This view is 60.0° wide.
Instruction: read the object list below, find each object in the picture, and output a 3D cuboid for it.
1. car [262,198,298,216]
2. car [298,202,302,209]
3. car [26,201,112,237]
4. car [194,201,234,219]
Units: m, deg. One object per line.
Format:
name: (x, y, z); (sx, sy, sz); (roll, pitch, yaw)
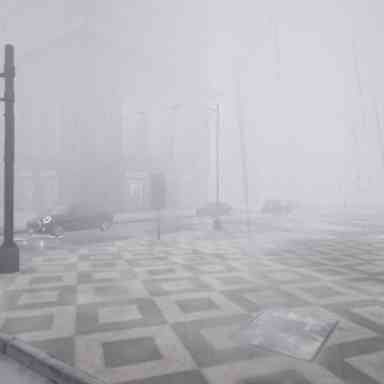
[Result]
car: (9.230, 1.532, 35.463); (2.097, 1.767, 4.553); (0, 0, 36)
car: (14.150, 1.829, 47.633); (1.895, 1.301, 4.718); (0, 0, 36)
car: (-6.792, 1.409, 18.679); (2.097, 1.767, 4.553); (0, 0, 37)
car: (2.139, 1.631, 31.069); (1.837, 1.490, 4.892); (0, 0, 36)
